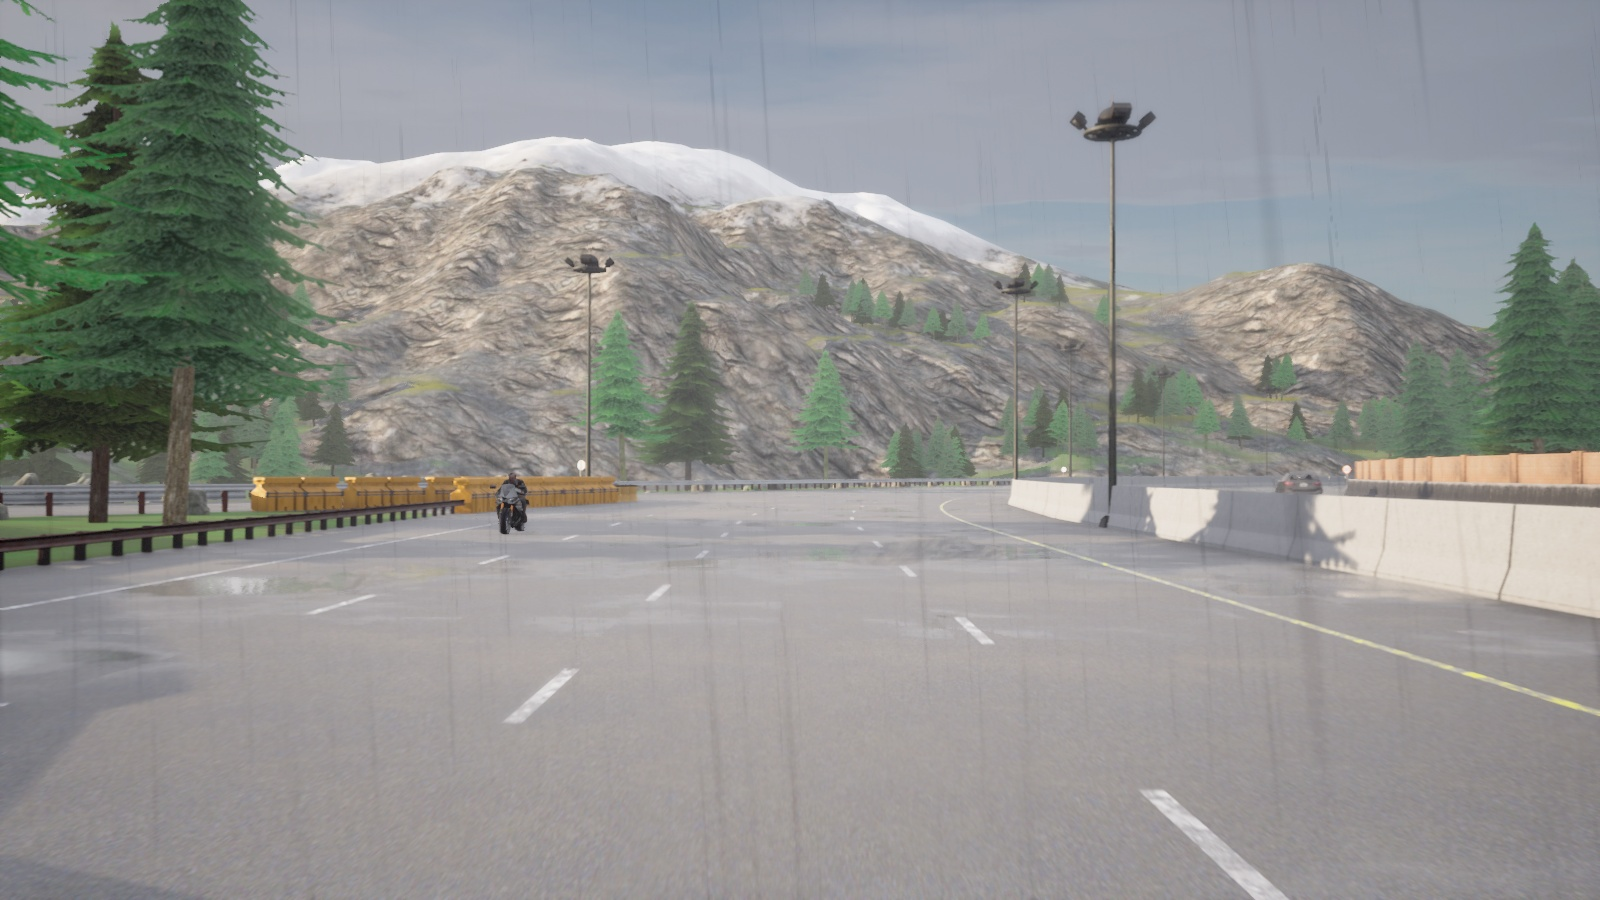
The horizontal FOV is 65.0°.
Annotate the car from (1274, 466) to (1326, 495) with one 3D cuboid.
[{"bbox_3d":[29.105,1.769,73.258,2.242,1.667,4.611,-1,-1,15],"label":"car"}]

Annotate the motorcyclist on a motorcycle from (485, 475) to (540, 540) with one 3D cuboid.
[{"bbox_3d":[-7.077,1.397,30.986,0.866,1.530,2.191,0,-1,0],"label":"motorcyclist on a motorcycle"}]
